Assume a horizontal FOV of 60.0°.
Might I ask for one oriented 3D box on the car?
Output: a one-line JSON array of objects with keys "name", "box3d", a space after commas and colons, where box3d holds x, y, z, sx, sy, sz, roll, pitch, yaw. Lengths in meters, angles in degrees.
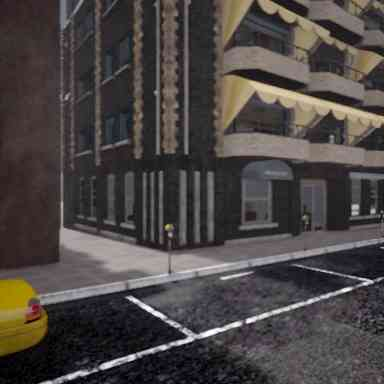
[{"name": "car", "box3d": [-4.208, 1.527, 3.553, 4.829, 1.417, 1.752, 0, 0, -36]}]
